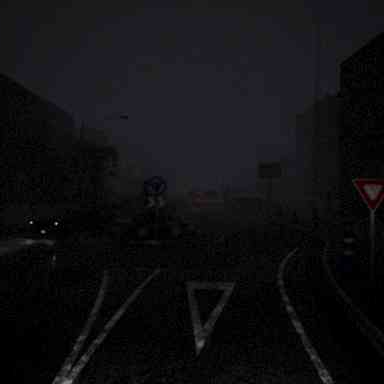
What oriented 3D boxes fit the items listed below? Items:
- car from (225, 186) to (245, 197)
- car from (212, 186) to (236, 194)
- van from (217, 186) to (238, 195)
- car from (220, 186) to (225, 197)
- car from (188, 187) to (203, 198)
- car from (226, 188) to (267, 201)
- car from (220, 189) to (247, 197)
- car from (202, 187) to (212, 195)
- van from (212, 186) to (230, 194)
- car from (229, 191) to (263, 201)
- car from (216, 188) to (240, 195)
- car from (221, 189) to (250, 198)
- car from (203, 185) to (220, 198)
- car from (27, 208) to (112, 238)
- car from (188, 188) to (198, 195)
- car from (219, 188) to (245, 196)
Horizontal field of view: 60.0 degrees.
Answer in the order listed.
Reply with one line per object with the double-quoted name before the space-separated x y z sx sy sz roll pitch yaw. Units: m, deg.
"car" 8.013 0.319 52.696 4.553 1.767 2.185 0 2 -1
"car" 7.645 -0.516 80.246 5.566 2.045 2.435 0 1 -1
"van" 7.865 -0.374 74.613 4.442 1.987 1.878 0 1 -1
"car" 8.037 0.107 55.447 5.566 2.045 2.435 0 2 -1
"car" 0.363 0.124 58.608 2.097 1.767 4.553 0 2 0
"car" 7.933 0.627 47.189 5.366 1.575 1.946 0 2 -1
"car" 7.902 0.119 63.718 4.892 1.521 2.231 0 2 -1
"car" 3.166 -0.205 70.359 1.837 1.490 4.892 0 1 -1
"van" 7.482 -0.589 85.756 4.442 1.987 1.878 0 1 -1
"car" 8.085 0.576 49.948 4.674 1.452 2.002 0 2 -1
"car" 7.790 -0.089 71.983 5.008 1.535 2.097 0 1 -1
"car" 7.929 0.194 60.963 5.008 1.535 2.097 0 2 -1
"car" 3.363 0.130 58.590 2.097 1.767 4.553 0 2 0
"car" -6.242 1.523 17.505 1.895 1.301 4.718 0 0 18
"car" 0.166 -0.114 70.351 1.895 1.301 4.718 0 1 -1
"car" 7.866 0.046 66.474 4.892 1.521 2.231 0 1 -1
